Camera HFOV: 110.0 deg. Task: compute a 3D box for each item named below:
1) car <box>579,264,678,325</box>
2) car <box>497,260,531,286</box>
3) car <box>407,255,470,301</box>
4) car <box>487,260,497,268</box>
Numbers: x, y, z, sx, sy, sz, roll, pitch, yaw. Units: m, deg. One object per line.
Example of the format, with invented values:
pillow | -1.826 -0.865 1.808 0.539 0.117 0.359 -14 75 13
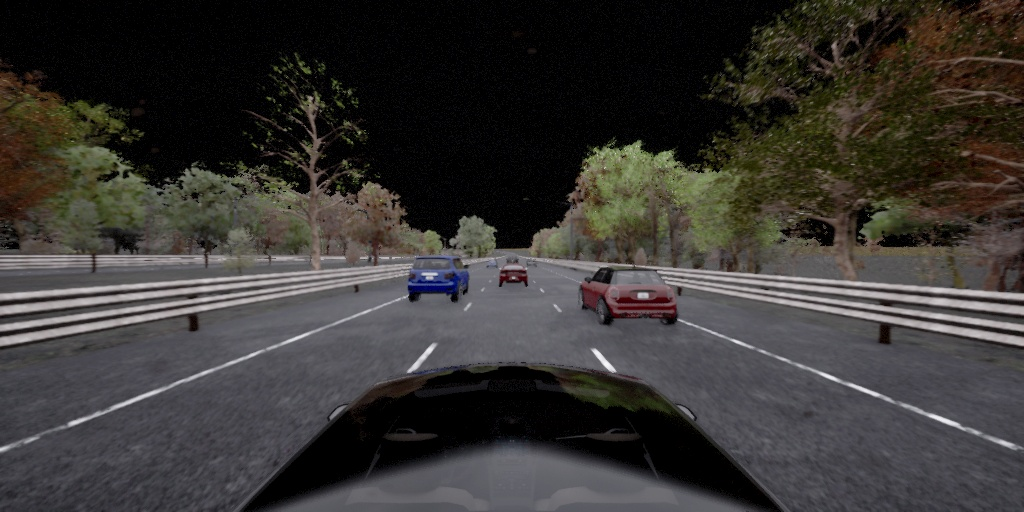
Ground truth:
car | 3.600 1.112 11.961 2.097 1.767 4.553 0 0 0
car | 0.101 1.252 25.684 1.882 1.535 5.008 0 0 0
car | -3.400 0.989 17.460 2.150 2.045 5.566 0 0 0
car | -3.402 1.352 63.771 2.033 1.411 5.357 0 0 0
